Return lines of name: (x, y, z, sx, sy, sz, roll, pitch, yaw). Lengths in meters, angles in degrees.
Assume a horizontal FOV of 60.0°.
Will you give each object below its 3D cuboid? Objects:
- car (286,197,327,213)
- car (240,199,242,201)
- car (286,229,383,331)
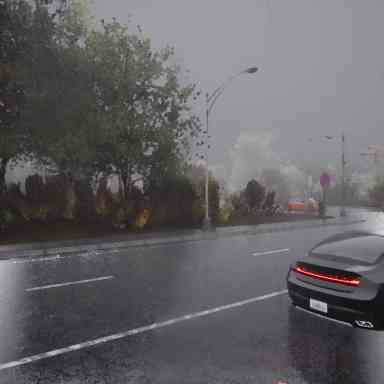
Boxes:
car: (12.594, 1.352, 36.887, 2.097, 1.767, 4.553, 0, 0, -32)
car: (7.404, 1.500, 45.125, 1.837, 1.490, 4.892, 0, 0, -32)
car: (3.923, 1.505, 6.537, 4.892, 1.490, 1.837, 0, 0, -35)
